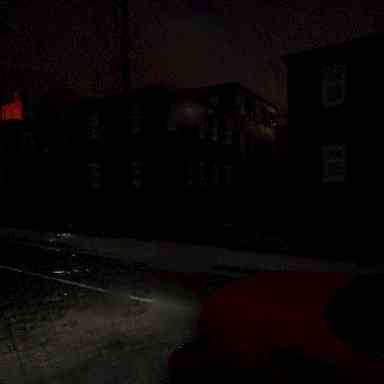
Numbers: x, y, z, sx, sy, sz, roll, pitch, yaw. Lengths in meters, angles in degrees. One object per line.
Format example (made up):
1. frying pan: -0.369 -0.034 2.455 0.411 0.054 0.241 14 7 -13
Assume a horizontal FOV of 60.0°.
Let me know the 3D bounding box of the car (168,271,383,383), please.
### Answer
1. car: 2.363 1.187 1.865 5.566 2.045 2.150 0 0 40
